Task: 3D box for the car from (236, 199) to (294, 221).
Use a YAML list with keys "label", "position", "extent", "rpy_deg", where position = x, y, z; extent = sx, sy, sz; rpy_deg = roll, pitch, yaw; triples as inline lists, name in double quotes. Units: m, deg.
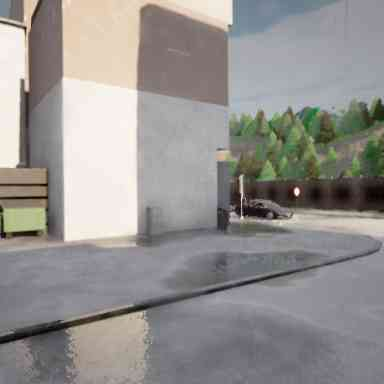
- label: "car"
  position: [5.395, 1.336, 25.217]
  extent: [1.837, 1.490, 4.892]
  rpy_deg: [-1, 2, -35]
